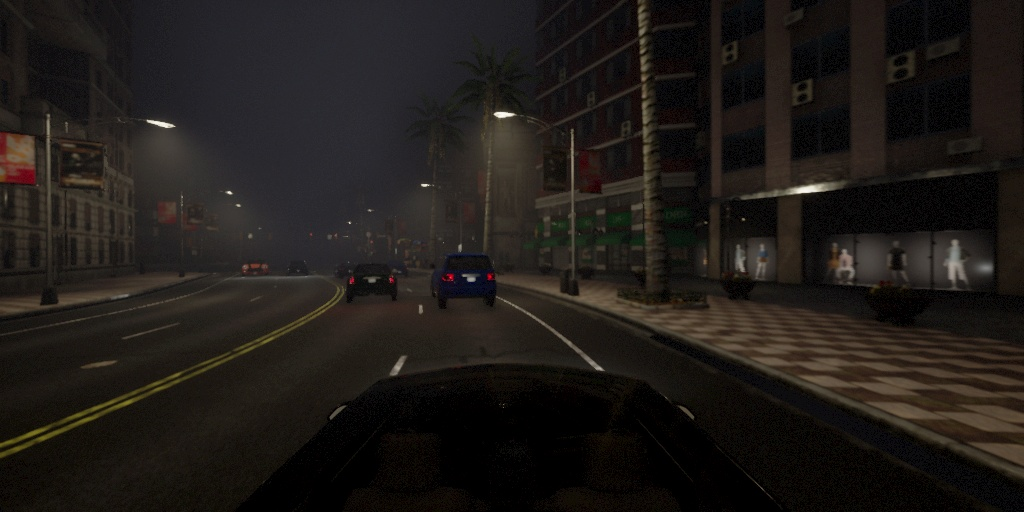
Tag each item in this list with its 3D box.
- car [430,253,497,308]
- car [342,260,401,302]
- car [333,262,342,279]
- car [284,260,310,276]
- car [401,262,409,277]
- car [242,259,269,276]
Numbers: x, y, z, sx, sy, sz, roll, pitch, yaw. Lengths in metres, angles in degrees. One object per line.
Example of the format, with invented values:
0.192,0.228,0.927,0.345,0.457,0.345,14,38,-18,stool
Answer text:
-2.186,0.905,15.201,2.150,2.045,5.566,0,0,-16,car
-6.638,1.053,17.219,2.097,1.767,4.553,-1,0,-19,car
-14.583,1.228,31.840,1.994,1.385,4.181,-1,0,-32,car
-21.618,1.192,36.115,1.837,1.490,4.892,-1,0,-33,car
-10.668,1.163,32.210,1.812,1.442,4.674,-1,0,-32,car
-25.889,1.061,36.305,2.097,1.767,4.553,-1,1,-33,car
